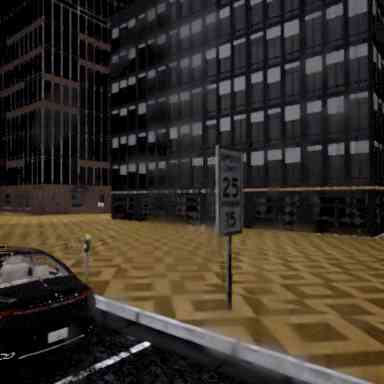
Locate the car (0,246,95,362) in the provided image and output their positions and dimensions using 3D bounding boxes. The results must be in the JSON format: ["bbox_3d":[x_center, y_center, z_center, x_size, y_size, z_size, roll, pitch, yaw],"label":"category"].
[{"bbox_3d":[-3.415,1.602,5.619,4.403,1.369,2.008,0,-1,39],"label":"car"}]
